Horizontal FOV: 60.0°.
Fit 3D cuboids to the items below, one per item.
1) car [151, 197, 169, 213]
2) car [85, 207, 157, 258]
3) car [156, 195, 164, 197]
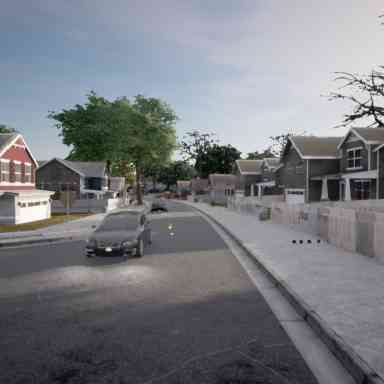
[{"bbox_3d":[-3.552,1.601,37.244,2.033,1.411,5.357,0,0,-4],"label":"car"},{"bbox_3d":[-2.631,1.555,12.866,1.837,1.490,4.892,0,0,0],"label":"car"},{"bbox_3d":[-6.103,1.425,63.324,2.097,1.767,4.553,0,0,-8],"label":"car"}]
